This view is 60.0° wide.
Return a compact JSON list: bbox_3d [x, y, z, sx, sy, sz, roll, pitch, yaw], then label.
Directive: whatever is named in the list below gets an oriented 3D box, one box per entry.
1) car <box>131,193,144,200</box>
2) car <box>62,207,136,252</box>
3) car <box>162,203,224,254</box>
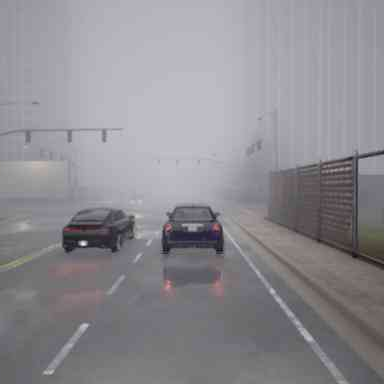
[{"bbox_3d":[-10.526,0.858,64.163,1.895,1.301,4.718,0,1,0],"label":"car"},{"bbox_3d":[-3.460,1.353,13.072,1.837,1.490,4.892,0,1,1],"label":"car"},{"bbox_3d":[0.040,1.200,12.961,2.097,1.767,4.553,0,1,1],"label":"car"}]
